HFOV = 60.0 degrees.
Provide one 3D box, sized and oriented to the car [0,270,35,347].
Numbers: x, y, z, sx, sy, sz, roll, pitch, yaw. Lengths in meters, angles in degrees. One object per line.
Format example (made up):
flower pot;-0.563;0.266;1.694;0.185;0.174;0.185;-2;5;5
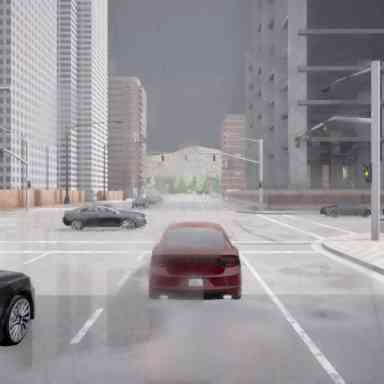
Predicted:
car;-3.449;1.492;3.442;2.128;1.511;4.902;0;0;0

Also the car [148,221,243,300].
car;0.064;1.478;8.447;1.882;1.535;5.008;0;0;0

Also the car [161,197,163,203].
car;-6.886;1.547;67.061;2.033;1.411;5.357;0;0;1

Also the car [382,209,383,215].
car;18.473;1.221;26.747;5.566;2.045;2.150;0;0;0

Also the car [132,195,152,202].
car;-7.248;1.505;46.959;1.837;1.490;4.892;0;0;1

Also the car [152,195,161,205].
car;-7.094;1.352;56.792;2.097;1.767;4.553;0;0;1

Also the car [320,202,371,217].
car;13.922;1.564;30.275;4.181;1.385;1.994;0;0;0

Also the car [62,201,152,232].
car;-5.112;1.493;19.684;4.902;1.511;2.128;0;0;0
